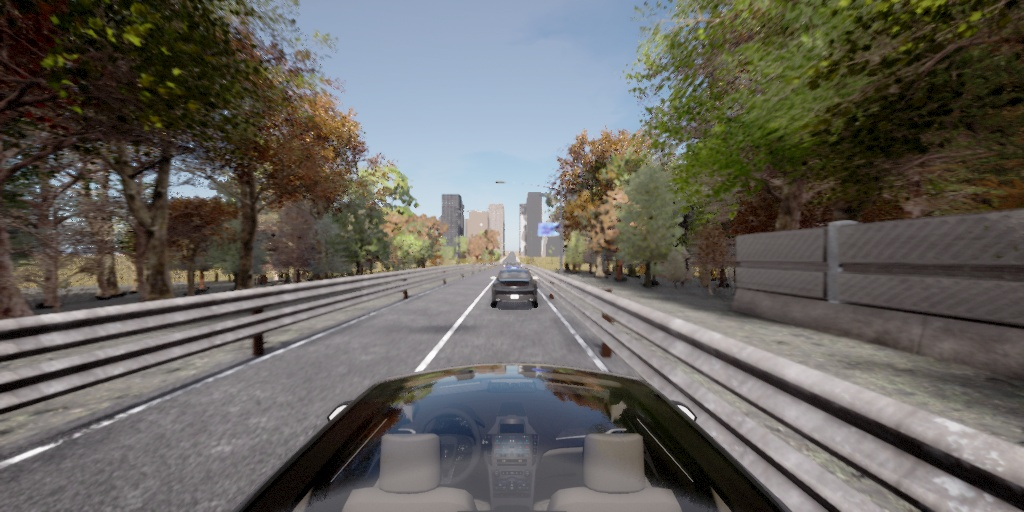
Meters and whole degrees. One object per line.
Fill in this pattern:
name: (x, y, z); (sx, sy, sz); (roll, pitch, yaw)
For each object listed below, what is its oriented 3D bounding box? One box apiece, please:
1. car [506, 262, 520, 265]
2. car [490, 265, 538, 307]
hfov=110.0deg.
car: (0.099, 1.411, 39.751); (2.097, 1.767, 4.553); (0, -1, 0)
car: (0.100, 1.301, 15.856); (1.837, 1.490, 4.892); (0, 0, 0)
